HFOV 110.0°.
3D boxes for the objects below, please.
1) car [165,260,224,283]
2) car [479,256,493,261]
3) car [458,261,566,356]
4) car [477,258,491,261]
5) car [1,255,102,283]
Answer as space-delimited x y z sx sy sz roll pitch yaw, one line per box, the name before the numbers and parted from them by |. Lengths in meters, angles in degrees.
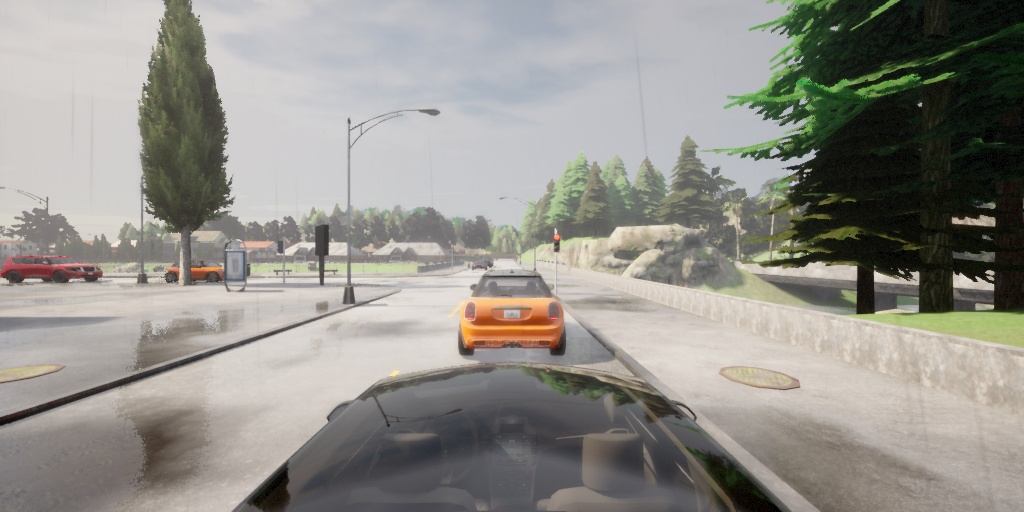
car | -23.125 1.101 27.002 4.553 1.767 2.097 0 0 -1
car | -4.612 0.972 60.808 2.150 2.045 5.566 0 0 0
car | -0.001 1.102 8.805 2.097 1.767 4.553 0 0 0
car | -4.541 1.314 51.212 1.994 1.385 4.181 0 0 0
car | -34.405 0.971 26.892 5.566 2.045 2.150 0 0 -1
